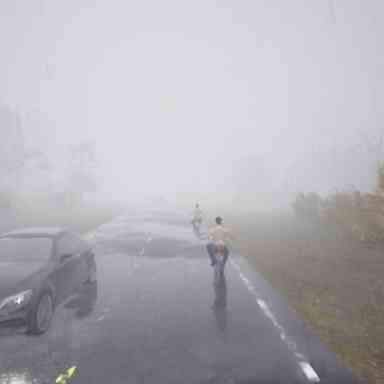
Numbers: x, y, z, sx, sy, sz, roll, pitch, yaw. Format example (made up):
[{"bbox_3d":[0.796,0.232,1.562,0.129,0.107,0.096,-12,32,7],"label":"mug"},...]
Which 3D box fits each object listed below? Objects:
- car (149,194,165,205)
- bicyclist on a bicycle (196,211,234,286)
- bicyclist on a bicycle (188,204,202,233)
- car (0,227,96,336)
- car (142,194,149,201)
[{"bbox_3d":[-5.748,1.341,56.166,1.837,1.490,4.892,0,0,-11],"label":"car"},{"bbox_3d":[0.656,1.409,8.338,0.866,1.612,1.509,-1,0,-2],"label":"bicyclist on a bicycle"},{"bbox_3d":[0.243,1.386,16.491,0.866,1.612,1.509,0,0,-4],"label":"bicyclist on a bicycle"},{"bbox_3d":[-3.260,1.508,6.736,1.812,1.442,4.674,0,0,-2],"label":"car"},{"bbox_3d":[-9.772,1.135,73.099,2.097,1.767,4.553,0,0,-16],"label":"car"}]
